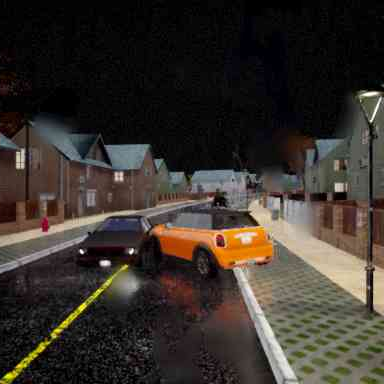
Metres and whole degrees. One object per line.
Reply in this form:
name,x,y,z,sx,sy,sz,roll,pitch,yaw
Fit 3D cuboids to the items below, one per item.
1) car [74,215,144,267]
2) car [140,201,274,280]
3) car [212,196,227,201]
car,-2.357,1.531,11.662,2.033,1.411,5.357,0,0,0
car,0.338,1.302,10.366,2.097,1.767,4.553,-2,-1,-30
car,3.707,1.280,44.157,1.812,1.442,4.674,0,1,11
